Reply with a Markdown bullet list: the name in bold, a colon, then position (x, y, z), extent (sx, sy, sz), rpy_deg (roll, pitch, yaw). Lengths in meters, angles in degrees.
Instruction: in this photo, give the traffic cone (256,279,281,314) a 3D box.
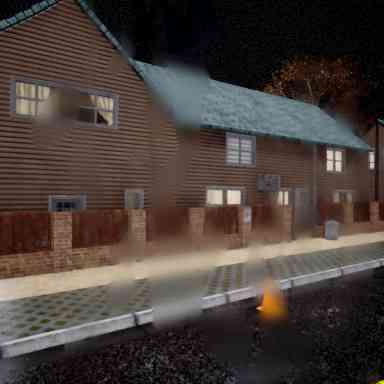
- **traffic cone**: position (1.471, 1.956, 6.355), extent (0.340, 0.580, 0.340), rpy_deg (0, 0, -34)
